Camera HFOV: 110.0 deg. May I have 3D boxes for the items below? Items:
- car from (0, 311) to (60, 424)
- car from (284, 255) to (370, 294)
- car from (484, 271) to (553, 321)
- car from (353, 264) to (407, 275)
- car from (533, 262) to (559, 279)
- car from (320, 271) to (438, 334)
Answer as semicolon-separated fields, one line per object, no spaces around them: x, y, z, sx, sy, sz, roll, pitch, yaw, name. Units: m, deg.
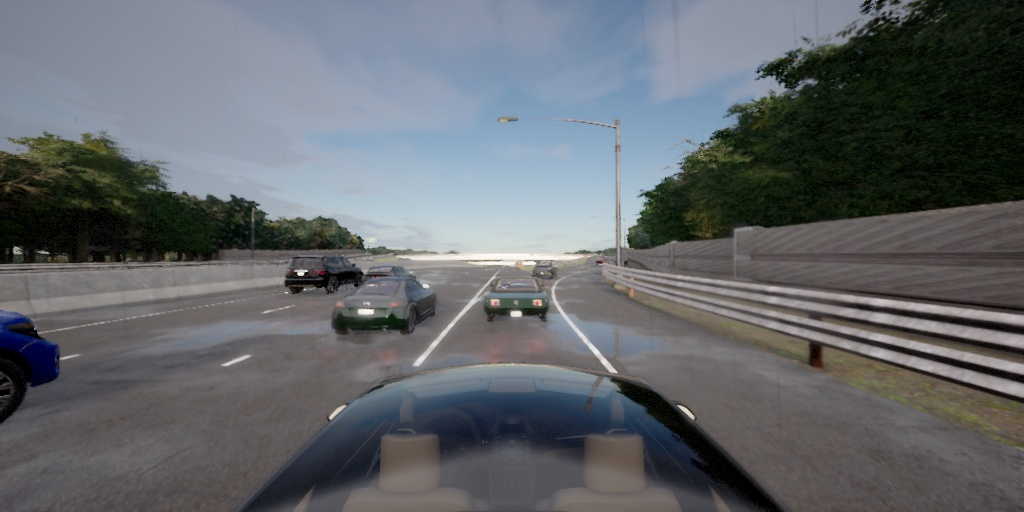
-6.900;0.971;2.142;2.150;2.045;5.566;0;0;0;car
-10.408;0.975;20.361;2.150;2.045;5.566;0;0;0;car
0.205;1.351;12.345;1.895;1.301;4.718;0;0;2;car
-6.909;1.259;20.426;1.837;1.490;4.892;0;0;0;car
3.108;1.257;32.598;2.128;1.511;4.902;0;0;14;car
-3.503;1.316;10.609;1.994;1.385;4.181;0;0;0;car
